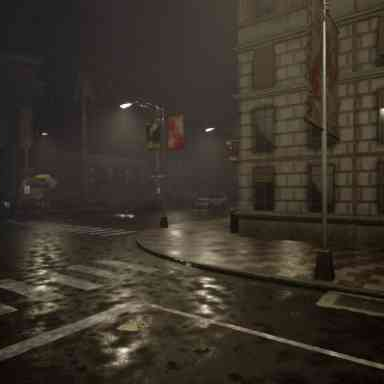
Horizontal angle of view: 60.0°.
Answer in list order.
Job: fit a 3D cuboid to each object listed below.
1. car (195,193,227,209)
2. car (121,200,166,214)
[{"bbox_3d":[2.742,1.219,46.132,2.150,2.045,5.566,0,0,38],"label":"car"},{"bbox_3d":[-5.063,1.547,35.667,2.033,1.411,5.357,0,0,36],"label":"car"}]
